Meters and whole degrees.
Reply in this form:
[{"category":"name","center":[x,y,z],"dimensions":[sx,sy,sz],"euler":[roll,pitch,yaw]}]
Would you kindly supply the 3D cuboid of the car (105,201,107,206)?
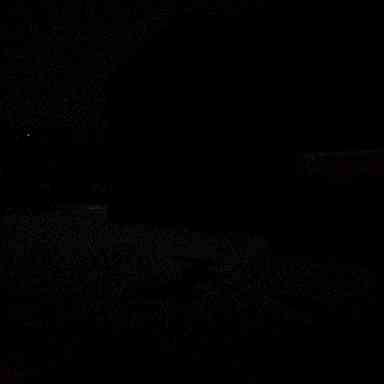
[{"category":"car","center":[-9.485,1.305,45.128],"dimensions":[1.882,1.535,5.008],"euler":[0,0,36]}]
